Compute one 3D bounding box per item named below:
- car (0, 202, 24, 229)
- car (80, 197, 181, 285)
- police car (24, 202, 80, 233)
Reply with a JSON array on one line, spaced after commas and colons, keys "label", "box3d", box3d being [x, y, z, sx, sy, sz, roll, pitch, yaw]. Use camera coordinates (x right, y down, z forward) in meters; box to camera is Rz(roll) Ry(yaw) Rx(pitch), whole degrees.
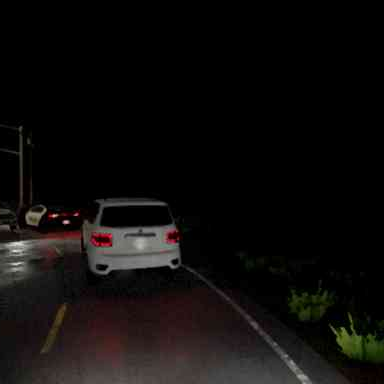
[{"label": "car", "box3d": [-10.286, 1.064, 16.539, 4.674, 1.442, 1.812, 0, 1, 44]}, {"label": "car", "box3d": [-1.987, 1.149, 9.636, 2.150, 2.045, 5.566, 0, 0, -19]}, {"label": "police car", "box3d": [-8.175, 1.370, 18.860, 4.974, 1.542, 2.038, 0, 1, 45]}]
